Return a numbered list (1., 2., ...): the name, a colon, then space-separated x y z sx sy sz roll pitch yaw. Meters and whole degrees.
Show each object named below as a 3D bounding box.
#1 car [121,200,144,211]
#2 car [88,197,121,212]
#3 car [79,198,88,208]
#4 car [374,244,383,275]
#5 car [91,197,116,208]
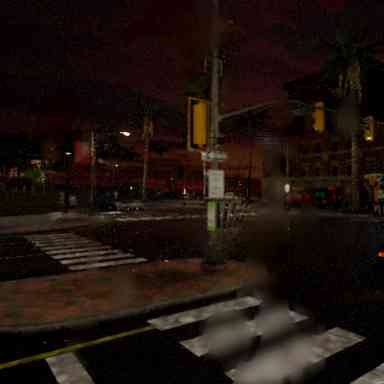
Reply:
1. car: -7.833 1.677 41.909 1.895 1.301 4.718 0 0 -35
2. car: -10.461 1.620 39.561 1.994 1.385 4.181 0 0 -35
3. car: -15.774 1.528 47.123 1.882 1.535 5.008 0 0 -35
4. car: 6.855 1.608 9.429 2.033 1.411 5.357 0 0 45
5. car: -13.246 1.548 49.618 1.882 1.535 5.008 0 0 -35
